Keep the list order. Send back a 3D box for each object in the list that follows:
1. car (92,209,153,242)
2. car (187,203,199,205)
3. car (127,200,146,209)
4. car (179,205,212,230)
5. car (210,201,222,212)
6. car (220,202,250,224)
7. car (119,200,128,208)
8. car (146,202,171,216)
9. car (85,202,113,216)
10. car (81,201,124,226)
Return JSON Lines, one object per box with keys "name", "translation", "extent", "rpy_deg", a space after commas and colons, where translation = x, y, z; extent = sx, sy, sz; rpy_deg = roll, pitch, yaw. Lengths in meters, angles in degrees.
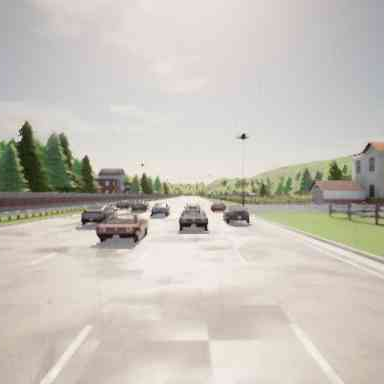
{"name": "car", "translation": [-3.398, 1.758, 17.179], "extent": [1.895, 1.301, 4.718], "rpy_deg": [0, -1, 0]}
{"name": "car", "translation": [0.107, 1.977, 41.386], "extent": [1.895, 1.301, 4.718], "rpy_deg": [0, -1, 0]}
{"name": "car", "translation": [-6.895, 1.902, 45.113], "extent": [2.128, 1.511, 4.902], "rpy_deg": [0, 0, 0]}
{"name": "car", "translation": [0.103, 1.807, 22.632], "extent": [1.895, 1.301, 4.718], "rpy_deg": [0, -1, 0]}
{"name": "car", "translation": [3.606, 1.981, 45.881], "extent": [1.994, 1.385, 4.181], "rpy_deg": [0, 0, 0]}
{"name": "car", "translation": [3.604, 1.775, 27.479], "extent": [1.812, 1.442, 4.674], "rpy_deg": [0, 0, 0]}
{"name": "car", "translation": [-10.493, 1.963, 51.849], "extent": [2.128, 1.511, 4.902], "rpy_deg": [0, 0, 0]}
{"name": "car", "translation": [-3.395, 1.878, 36.355], "extent": [2.033, 1.411, 5.357], "rpy_deg": [0, 0, 0]}
{"name": "car", "translation": [-10.396, 1.902, 37.354], "extent": [1.994, 1.385, 4.181], "rpy_deg": [0, -1, 0]}
{"name": "car", "translation": [-6.897, 1.722, 25.233], "extent": [2.128, 1.511, 4.902], "rpy_deg": [0, 0, 0]}
